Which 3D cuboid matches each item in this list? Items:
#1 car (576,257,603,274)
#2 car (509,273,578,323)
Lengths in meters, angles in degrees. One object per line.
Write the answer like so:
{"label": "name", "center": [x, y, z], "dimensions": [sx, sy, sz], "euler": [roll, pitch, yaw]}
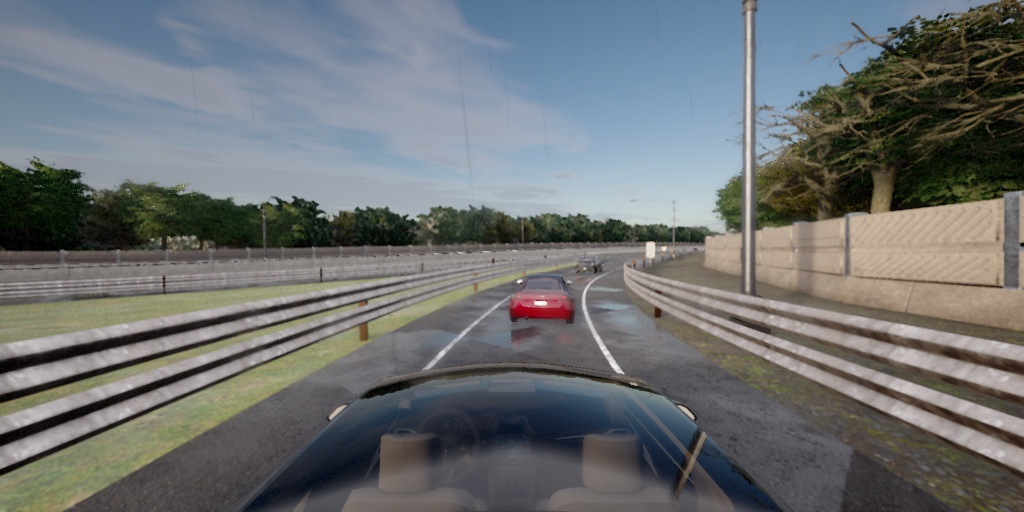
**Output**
{"label": "car", "center": [7.391, 0.875, 34.010], "dimensions": [2.128, 1.511, 4.902], "euler": [0, 1, 22]}
{"label": "car", "center": [1.100, 1.304, 12.229], "dimensions": [1.994, 1.385, 4.181], "euler": [0, 1, 8]}
